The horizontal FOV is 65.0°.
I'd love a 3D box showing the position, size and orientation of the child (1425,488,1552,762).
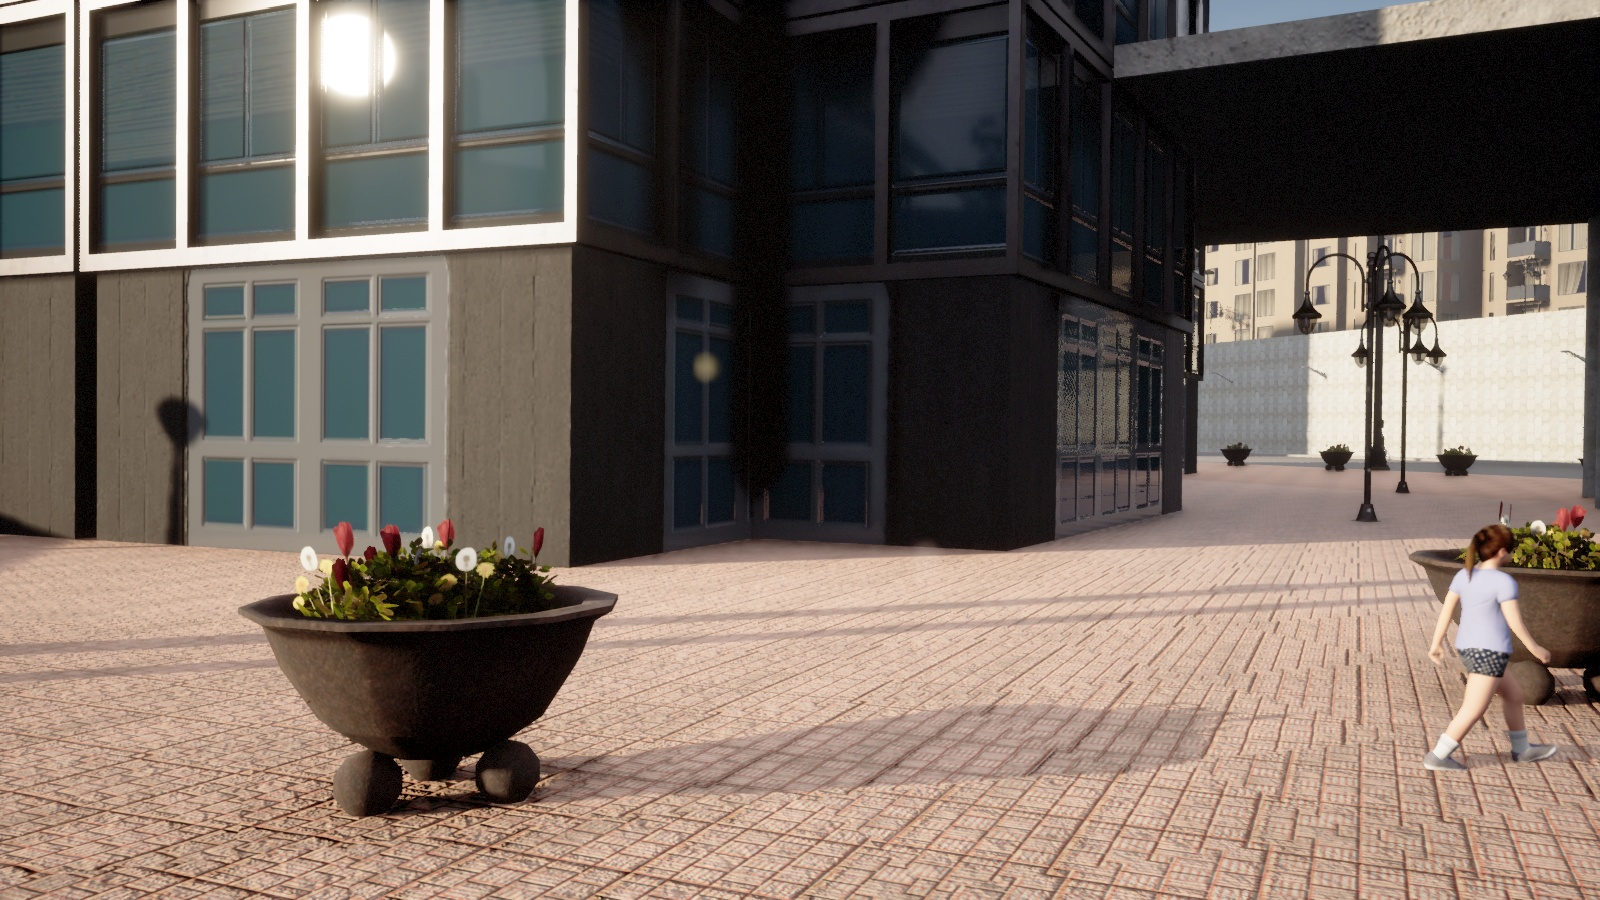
[{"bbox_3d":[2.906,0.725,5.311,0.394,1.110,0.255,-1,1,-6],"label":"child"}]
